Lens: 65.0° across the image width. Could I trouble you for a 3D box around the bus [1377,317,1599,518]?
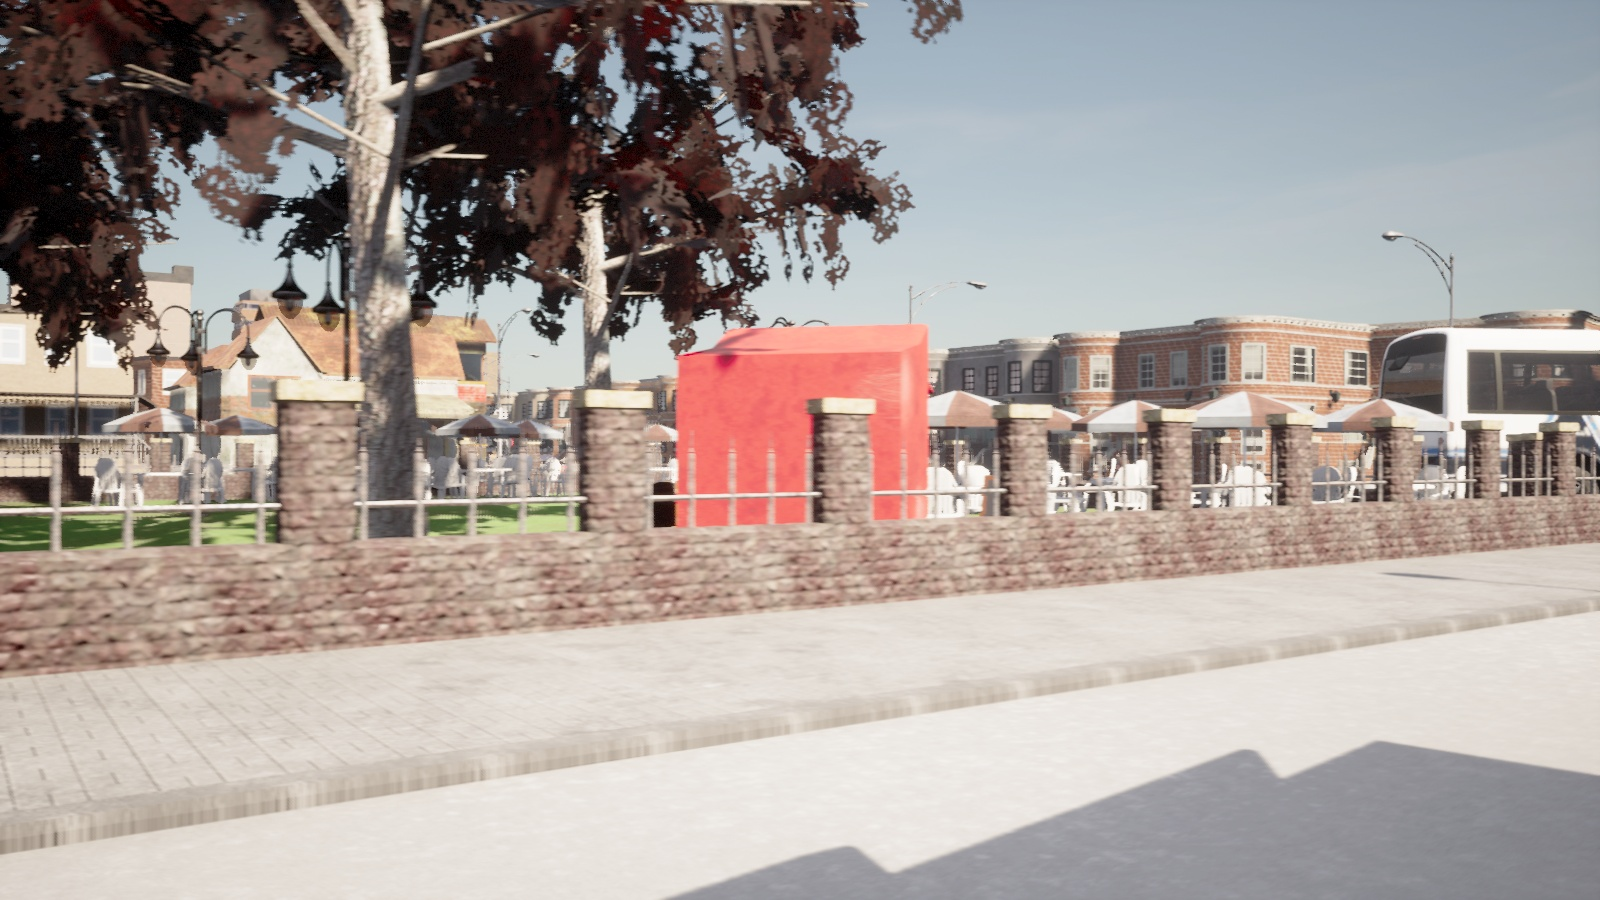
[{"bbox_3d":[19.226,-0.649,28.728,10.273,4.253,3.944,0,-1,-2],"label":"bus"}]
